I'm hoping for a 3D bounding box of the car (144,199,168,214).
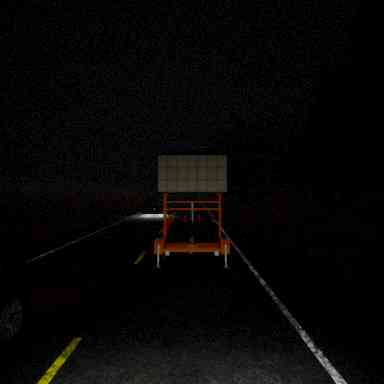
[{"bbox_3d":[-3.489,1.402,32.837,1.994,1.385,4.181,0,1,0],"label":"car"}]

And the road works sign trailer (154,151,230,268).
[{"bbox_3d":[0.015,0.444,11.194,2.380,3.560,2.880,0,0,1],"label":"road works sign trailer"}]

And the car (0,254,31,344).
[{"bbox_3d":[-3.598,1.488,3.590,2.128,1.511,4.902,0,0,0],"label":"car"}]
